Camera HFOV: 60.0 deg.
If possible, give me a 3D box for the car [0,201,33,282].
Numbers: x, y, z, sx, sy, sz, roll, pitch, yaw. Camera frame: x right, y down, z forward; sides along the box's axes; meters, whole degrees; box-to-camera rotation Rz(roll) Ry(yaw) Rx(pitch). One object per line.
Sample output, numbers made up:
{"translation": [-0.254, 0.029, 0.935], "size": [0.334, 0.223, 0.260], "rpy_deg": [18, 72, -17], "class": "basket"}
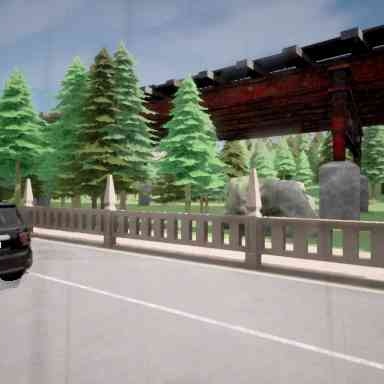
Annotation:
{"translation": [-6.333, 1.222, 8.527], "size": [5.566, 2.045, 2.150], "rpy_deg": [0, 0, 35], "class": "car"}
